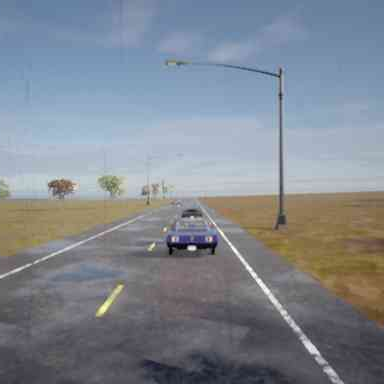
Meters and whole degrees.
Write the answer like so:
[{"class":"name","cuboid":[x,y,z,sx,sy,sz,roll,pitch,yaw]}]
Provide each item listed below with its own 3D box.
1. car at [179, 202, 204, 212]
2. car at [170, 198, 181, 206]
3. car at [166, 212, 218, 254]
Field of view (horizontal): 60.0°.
[{"class":"car","cuboid":[0.009,1.786,29.315,1.837,1.490,4.892,0,0,0]},{"class":"car","cuboid":[-3.488,2.020,71.843,2.097,1.767,4.553,0,-1,0]},{"class":"car","cuboid":[0.005,1.736,14.116,1.895,1.301,4.718,0,-1,0]}]
